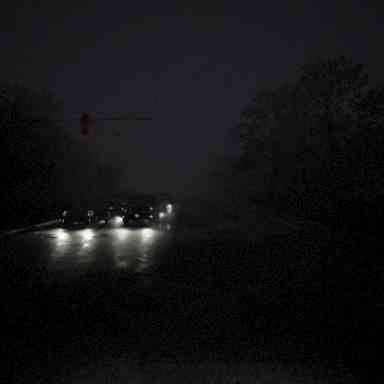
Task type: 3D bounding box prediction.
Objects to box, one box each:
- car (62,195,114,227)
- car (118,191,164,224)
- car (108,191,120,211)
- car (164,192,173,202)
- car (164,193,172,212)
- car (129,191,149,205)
[{"bbox_3d":[-7.093,1.299,22.556,2.097,1.767,4.553,0,1,0],"label":"car"},{"bbox_3d":[-3.591,1.144,24.455,2.150,2.045,5.566,0,1,0],"label":"car"},{"bbox_3d":[-7.086,0.983,32.120,2.150,2.045,5.566,0,2,0],"label":"car"},{"bbox_3d":[-3.570,0.769,45.232,1.837,1.490,4.892,0,3,0],"label":"car"},{"bbox_3d":[-3.582,1.224,35.043,2.033,1.411,5.357,0,2,0],"label":"car"},{"bbox_3d":[-7.052,0.767,44.712,1.882,1.535,5.008,0,3,0],"label":"car"}]
